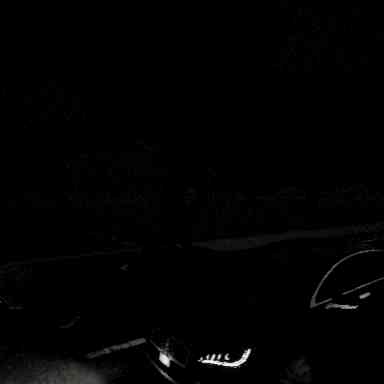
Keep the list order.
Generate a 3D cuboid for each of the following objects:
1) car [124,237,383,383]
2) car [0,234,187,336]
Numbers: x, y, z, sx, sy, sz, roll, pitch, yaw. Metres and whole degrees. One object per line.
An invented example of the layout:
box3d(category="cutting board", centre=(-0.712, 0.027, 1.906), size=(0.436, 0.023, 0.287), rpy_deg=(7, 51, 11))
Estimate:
box3d(category="car", centre=(1.691, 1.507, 4.892), size=(4.892, 1.490, 1.837), rpy_deg=(0, 0, -35))
box3d(category="car", centre=(-1.235, 1.601, 6.798), size=(4.718, 1.301, 1.895), rpy_deg=(0, 0, -36))
